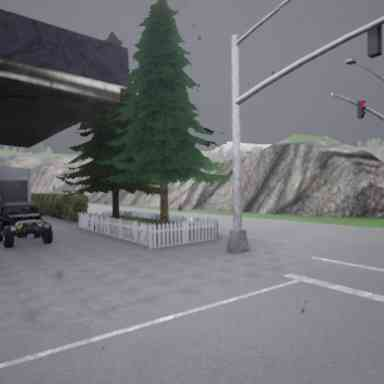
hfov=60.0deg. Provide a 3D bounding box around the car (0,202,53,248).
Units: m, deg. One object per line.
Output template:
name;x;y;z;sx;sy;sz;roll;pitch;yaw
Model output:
car;-8.036;1.449;15.810;1.905;1.878;3.866;-1;1;-37
